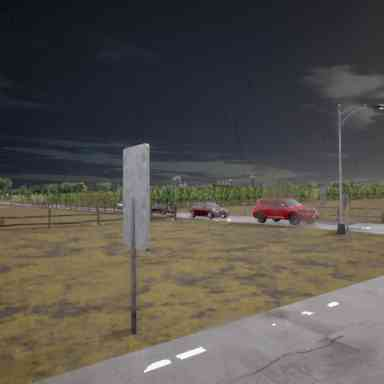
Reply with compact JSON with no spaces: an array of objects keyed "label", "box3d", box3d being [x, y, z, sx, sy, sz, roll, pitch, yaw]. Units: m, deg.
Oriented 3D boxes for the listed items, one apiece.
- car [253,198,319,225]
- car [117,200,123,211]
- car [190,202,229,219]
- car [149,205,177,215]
[{"label":"car","box3d":[7.446,1.516,26.990,2.150,2.045,5.566,0,-1,-36]},{"label":"car","box3d":[-11.112,2.208,57.745,2.150,2.045,5.566,0,-1,-36]},{"label":"car","box3d":[1.773,1.833,34.862,2.097,1.767,4.553,0,-1,-36]},{"label":"car","box3d":[-3.818,2.268,42.617,1.895,1.301,4.718,0,-1,-36]}]
